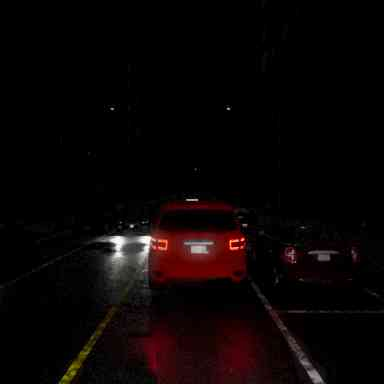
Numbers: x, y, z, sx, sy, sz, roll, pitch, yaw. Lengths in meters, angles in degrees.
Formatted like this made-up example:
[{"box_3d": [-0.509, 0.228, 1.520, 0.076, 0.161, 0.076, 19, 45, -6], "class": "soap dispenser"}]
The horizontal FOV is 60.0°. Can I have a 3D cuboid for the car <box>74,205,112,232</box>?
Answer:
[{"box_3d": [-5.666, 1.567, 20.138, 1.947, 1.339, 4.313, 0, 0, 0], "class": "car"}]

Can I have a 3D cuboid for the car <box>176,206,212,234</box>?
[{"box_3d": [0.104, 1.602, 19.986, 1.895, 1.301, 4.718, 0, 0, 0], "class": "car"}]

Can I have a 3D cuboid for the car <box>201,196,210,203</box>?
[{"box_3d": [2.919, 1.580, 73.807, 1.752, 1.417, 4.829, 0, 0, 0], "class": "car"}]

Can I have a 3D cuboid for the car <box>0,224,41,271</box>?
[{"box_3d": [-5.669, 1.582, 9.135, 1.802, 1.307, 4.206, 0, 0, 0], "class": "car"}]

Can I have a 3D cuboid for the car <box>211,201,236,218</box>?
[{"box_3d": [2.863, 1.569, 31.138, 1.947, 1.339, 4.313, 0, 0, 0], "class": "car"}]

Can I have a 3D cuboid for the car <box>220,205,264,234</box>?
[{"box_3d": [2.859, 1.552, 20.135, 2.008, 1.369, 4.403, 0, 0, 0], "class": "car"}]

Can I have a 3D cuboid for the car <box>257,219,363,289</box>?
[{"box_3d": [2.856, 1.440, 9.132, 1.967, 1.590, 4.097, 0, 0, 0], "class": "car"}]

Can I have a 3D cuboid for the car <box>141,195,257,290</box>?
[{"box_3d": [0.106, 1.221, 9.216, 2.150, 2.045, 5.566, 0, 0, -1], "class": "car"}]

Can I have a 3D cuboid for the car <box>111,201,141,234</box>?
[{"box_3d": [-3.082, 1.506, 19.481, 1.837, 1.490, 4.892, 0, 0, 0], "class": "car"}]

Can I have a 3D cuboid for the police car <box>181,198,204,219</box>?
[{"box_3d": [0.008, 1.428, 30.250, 1.930, 1.638, 5.238, 0, 0, 0], "class": "police car"}]

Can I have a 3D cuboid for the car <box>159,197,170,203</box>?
[{"box_3d": [-5.617, 1.626, 68.244, 1.802, 1.307, 4.206, 0, 0, 0], "class": "car"}]

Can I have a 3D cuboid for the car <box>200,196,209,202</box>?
[{"box_3d": [2.931, 1.617, 79.046, 2.008, 1.369, 4.403, 0, 0, 0], "class": "car"}]
